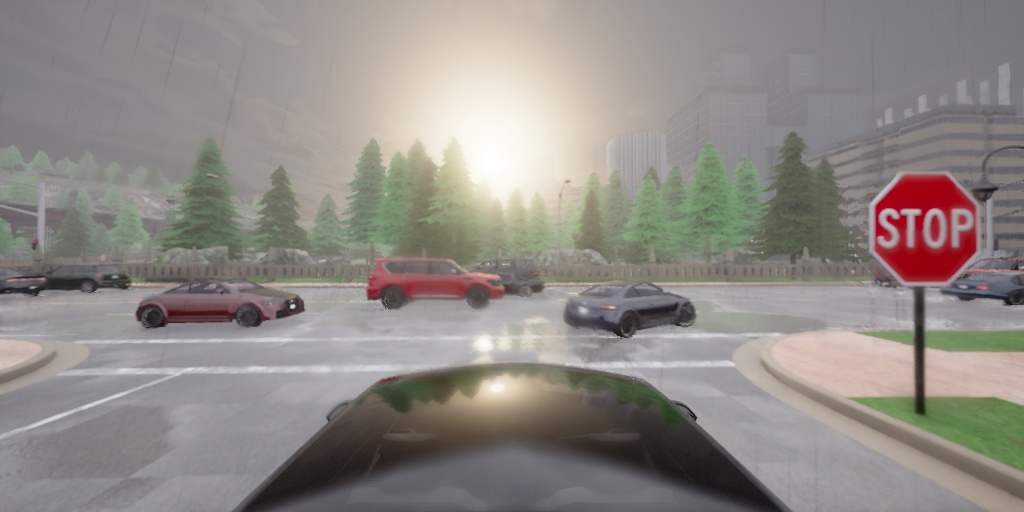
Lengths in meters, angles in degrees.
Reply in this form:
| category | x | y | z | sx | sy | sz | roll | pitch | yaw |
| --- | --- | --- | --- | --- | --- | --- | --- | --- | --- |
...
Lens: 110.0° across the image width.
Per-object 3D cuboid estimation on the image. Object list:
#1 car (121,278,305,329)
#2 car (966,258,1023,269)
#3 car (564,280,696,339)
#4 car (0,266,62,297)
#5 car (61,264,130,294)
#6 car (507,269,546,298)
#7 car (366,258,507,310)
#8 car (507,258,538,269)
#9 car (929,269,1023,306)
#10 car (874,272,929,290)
| category | x | y | z | sx | sy | sz | roll | pitch | yaw |
| --- | --- | --- | --- | --- | --- | --- | --- | --- | --- |
| car | -8.905 | 1.407 | 11.215 | 4.181 | 1.385 | 1.994 | 0 | 0 | -3 |
| car | 27.370 | 1.118 | 19.809 | 5.566 | 2.045 | 2.150 | 0 | 0 | -2 |
| car | 3.536 | 1.405 | 10.560 | 4.181 | 1.385 | 1.994 | 0 | -1 | -35 |
| car | -26.267 | 1.372 | 17.760 | 4.902 | 1.511 | 2.128 | 0 | 0 | -2 |
| car | -25.758 | 1.253 | 21.282 | 4.553 | 1.767 | 2.097 | 0 | 0 | -2 |
| car | -0.702 | 1.488 | 18.749 | 4.718 | 1.301 | 1.895 | 0 | 0 | -2 |
| car | -3.117 | 1.087 | 14.955 | 5.566 | 2.045 | 2.150 | 0 | 0 | -2 |
| car | -1.057 | 1.129 | 22.240 | 5.566 | 2.045 | 2.150 | 0 | 0 | -2 |
| car | 22.443 | 1.419 | 15.943 | 5.357 | 1.411 | 2.033 | 0 | 0 | -2 |
| car | 26.414 | 1.266 | 23.273 | 4.553 | 1.767 | 2.097 | 0 | 0 | -2 |
